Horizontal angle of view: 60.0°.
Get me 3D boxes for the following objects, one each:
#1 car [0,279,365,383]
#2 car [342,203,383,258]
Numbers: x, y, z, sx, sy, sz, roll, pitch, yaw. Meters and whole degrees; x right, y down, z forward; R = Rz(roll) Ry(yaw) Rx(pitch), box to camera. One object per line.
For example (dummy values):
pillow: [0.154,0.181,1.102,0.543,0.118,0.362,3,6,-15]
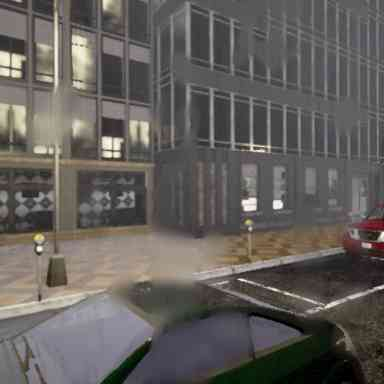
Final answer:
car: [-0.423,1.561,2.758,4.181,1.385,1.994,0,0,-35]
car: [7.286,1.283,11.422,5.009,1.841,2.192,0,0,-35]
